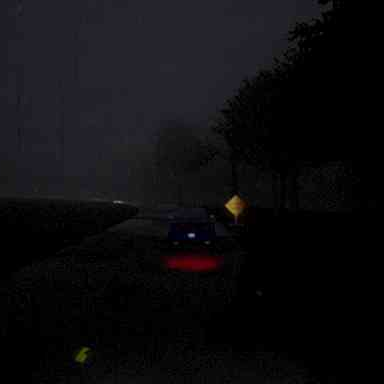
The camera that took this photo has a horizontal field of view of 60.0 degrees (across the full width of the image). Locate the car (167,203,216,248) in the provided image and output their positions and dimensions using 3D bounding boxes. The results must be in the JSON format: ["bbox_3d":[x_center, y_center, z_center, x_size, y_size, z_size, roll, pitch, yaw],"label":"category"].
[{"bbox_3d":[-0.014,1.459,14.654,1.882,1.535,5.008,-1,0,0],"label":"car"}]

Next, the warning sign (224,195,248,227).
[{"bbox_3d":[2.634,1.095,19.975,1.300,1.860,1.060,-1,-1,0],"label":"warning sign"}]

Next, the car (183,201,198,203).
[{"bbox_3d":[-0.116,1.515,29.724,2.033,1.411,5.357,0,0,-3],"label":"car"}]

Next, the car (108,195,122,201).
[{"bbox_3d":[-16.702,1.260,72.182,1.994,1.385,4.181,1,0,-32],"label":"car"}]
